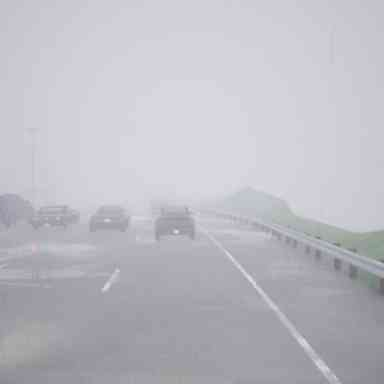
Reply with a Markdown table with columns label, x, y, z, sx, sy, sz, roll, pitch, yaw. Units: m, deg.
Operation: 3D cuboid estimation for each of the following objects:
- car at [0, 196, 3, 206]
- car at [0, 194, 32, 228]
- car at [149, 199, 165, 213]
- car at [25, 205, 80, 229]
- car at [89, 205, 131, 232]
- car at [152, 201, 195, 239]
| label | x | y | z | sx | sy | sz | roll | pitch | yaw |
| --- | --- | --- | --- | --- | --- | --- | --- | --- | --- |
| car | -28.052 | 1.335 | 46.463 | 1.812 | 1.442 | 4.674 | 0 | 0 | -16 |
| car | -11.976 | 1.134 | 21.317 | 2.150 | 2.045 | 5.566 | 0 | 0 | -7 |
| car | -3.530 | 1.403 | 34.892 | 2.033 | 1.411 | 5.357 | 0 | 0 | -11 |
| car | -8.373 | 1.515 | 20.761 | 1.895 | 1.301 | 4.718 | 0 | 0 | -7 |
| car | -4.753 | 1.483 | 19.703 | 1.994 | 1.385 | 4.181 | 0 | 0 | -6 |
| car | -0.928 | 1.435 | 16.838 | 1.837 | 1.490 | 4.892 | 0 | 0 | -6 |
